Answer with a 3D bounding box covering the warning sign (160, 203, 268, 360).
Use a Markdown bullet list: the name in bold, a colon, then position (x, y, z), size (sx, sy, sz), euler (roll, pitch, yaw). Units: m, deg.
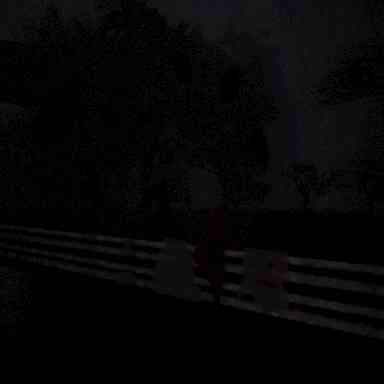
- **warning sign**: position (0.356, 1.125, 4.909), size (1.060, 1.860, 1.300), euler (0, 0, 36)
